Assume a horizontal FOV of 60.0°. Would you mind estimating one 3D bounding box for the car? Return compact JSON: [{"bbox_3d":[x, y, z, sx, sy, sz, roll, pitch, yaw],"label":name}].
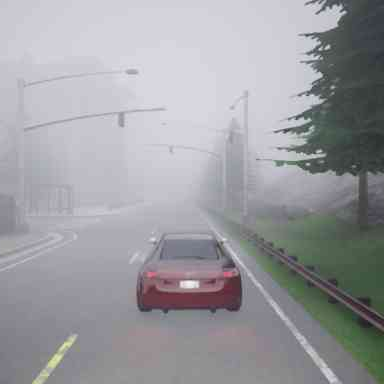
[{"bbox_3d":[-0.076,1.560,7.723,1.994,1.385,4.181,0,0,-1],"label":"car"}]
